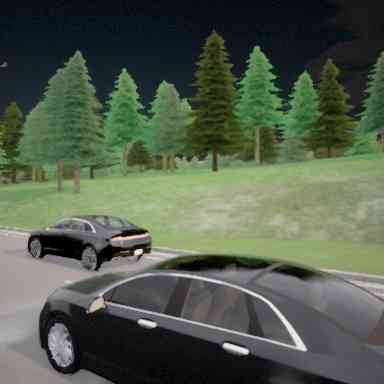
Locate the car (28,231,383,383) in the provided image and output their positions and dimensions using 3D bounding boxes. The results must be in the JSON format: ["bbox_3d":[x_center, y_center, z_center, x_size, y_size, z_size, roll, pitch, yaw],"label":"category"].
[{"bbox_3d":[0.100,1.509,3.964,4.892,1.490,1.837,0,0,36],"label":"car"}]

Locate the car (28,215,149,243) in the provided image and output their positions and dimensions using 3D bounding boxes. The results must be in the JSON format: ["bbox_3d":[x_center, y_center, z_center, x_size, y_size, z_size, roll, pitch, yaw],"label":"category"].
[{"bbox_3d":[-3.483,1.496,10.903,4.902,1.511,2.128,0,0,36],"label":"car"}]
